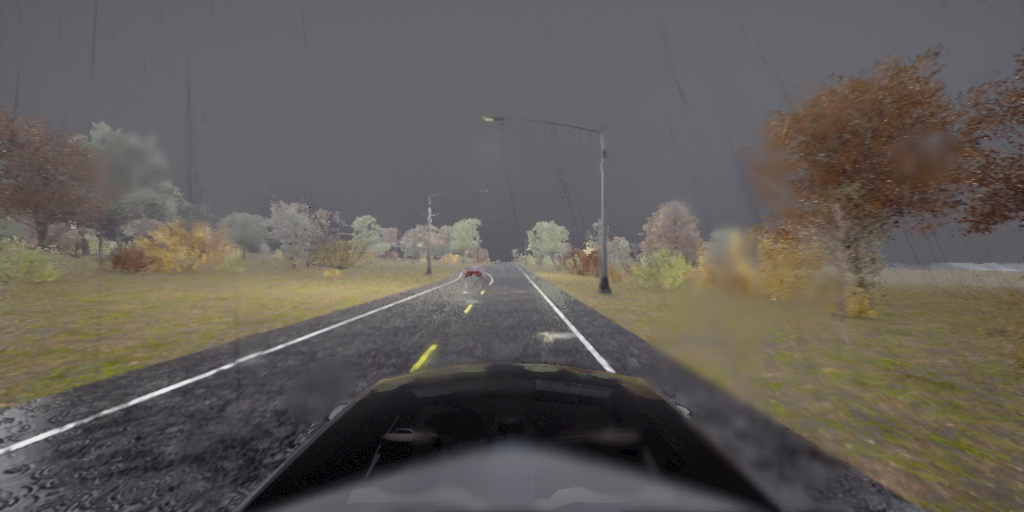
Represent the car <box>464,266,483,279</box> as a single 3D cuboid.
[{"bbox_3d":[-4.035,1.700,38.133,1.895,1.301,4.718,0,-1,-5],"label":"car"}]
